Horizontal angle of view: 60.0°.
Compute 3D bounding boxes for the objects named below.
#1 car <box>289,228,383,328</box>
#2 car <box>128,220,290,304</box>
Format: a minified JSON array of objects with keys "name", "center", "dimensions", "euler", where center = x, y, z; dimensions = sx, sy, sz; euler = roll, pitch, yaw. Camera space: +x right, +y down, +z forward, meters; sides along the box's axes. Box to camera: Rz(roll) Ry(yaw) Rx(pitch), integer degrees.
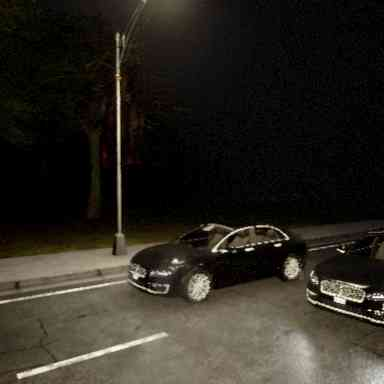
[{"name":"car","center":[4.348,1.501,6.705],"dimensions":[4.892,1.490,1.837],"euler":[1,0,-35]},{"name":"car","center":[0.833,1.503,8.212],"dimensions":[4.892,1.490,1.837],"euler":[0,0,-35]}]
